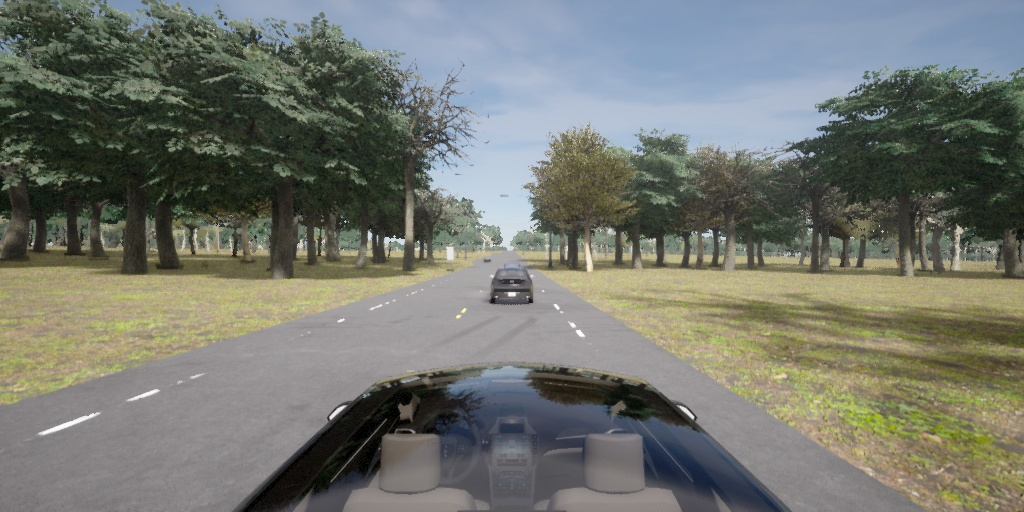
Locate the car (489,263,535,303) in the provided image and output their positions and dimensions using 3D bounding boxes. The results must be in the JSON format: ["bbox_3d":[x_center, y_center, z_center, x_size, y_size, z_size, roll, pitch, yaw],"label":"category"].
[{"bbox_3d":[0.000,1.254,16.500,1.837,1.490,4.892,0,0,0],"label":"car"}]
